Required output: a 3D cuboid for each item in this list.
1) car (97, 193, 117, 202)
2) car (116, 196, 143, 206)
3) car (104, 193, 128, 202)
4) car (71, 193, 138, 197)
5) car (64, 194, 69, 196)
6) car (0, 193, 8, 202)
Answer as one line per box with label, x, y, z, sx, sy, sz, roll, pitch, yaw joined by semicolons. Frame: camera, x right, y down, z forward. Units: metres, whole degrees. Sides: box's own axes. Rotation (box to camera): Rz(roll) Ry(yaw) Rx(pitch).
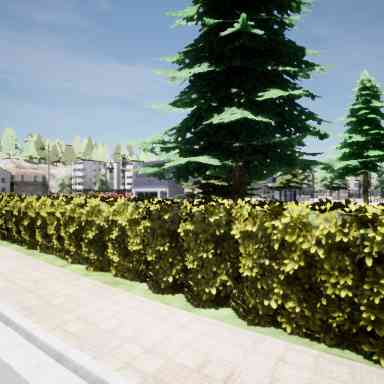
car;-18.211;1.077;71.371;1.905;1.878;3.866;0;0;44
car;-10.041;1.384;53.291;1.970;1.475;3.806;0;0;44
car;-15.852;1.097;69.626;1.932;1.855;4.605;0;0;44
car;-8.047;1.221;31.017;2.150;2.045;5.566;0;0;44
car;-27.325;1.154;80.350;2.152;1.636;5.027;0;0;44
car;-41.761;1.097;70.170;1.932;1.855;4.605;0;0;44
